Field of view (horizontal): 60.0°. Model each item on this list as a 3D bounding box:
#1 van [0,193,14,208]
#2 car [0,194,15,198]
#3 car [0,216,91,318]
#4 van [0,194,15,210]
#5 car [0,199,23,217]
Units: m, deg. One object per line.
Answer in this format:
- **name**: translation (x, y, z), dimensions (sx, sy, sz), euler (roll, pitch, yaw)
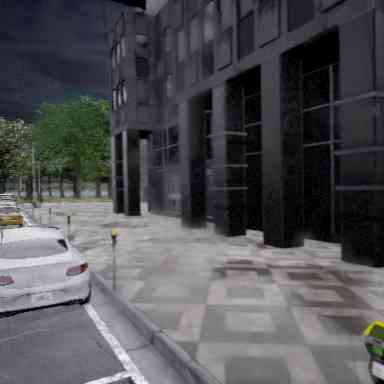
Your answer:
- **van**: translation (-24.427, 1.101, 43.714), dimensions (1.690, 1.788, 3.998), euler (-2, 1, -29)
- **car**: translation (-16.440, 1.271, 29.491), dimensions (1.967, 1.590, 4.097), euler (-2, 1, -29)
- **car**: translation (-3.472, 1.465, 7.185), dimensions (1.812, 1.442, 4.674), euler (-2, 1, -29)
- **van**: translation (-21.766, 1.124, 38.972), dimensions (1.690, 1.788, 3.998), euler (-2, 1, -29)
- **car**: translation (-11.198, 1.404, 20.158), dimensions (1.752, 1.417, 4.829), euler (-2, 1, -29)
